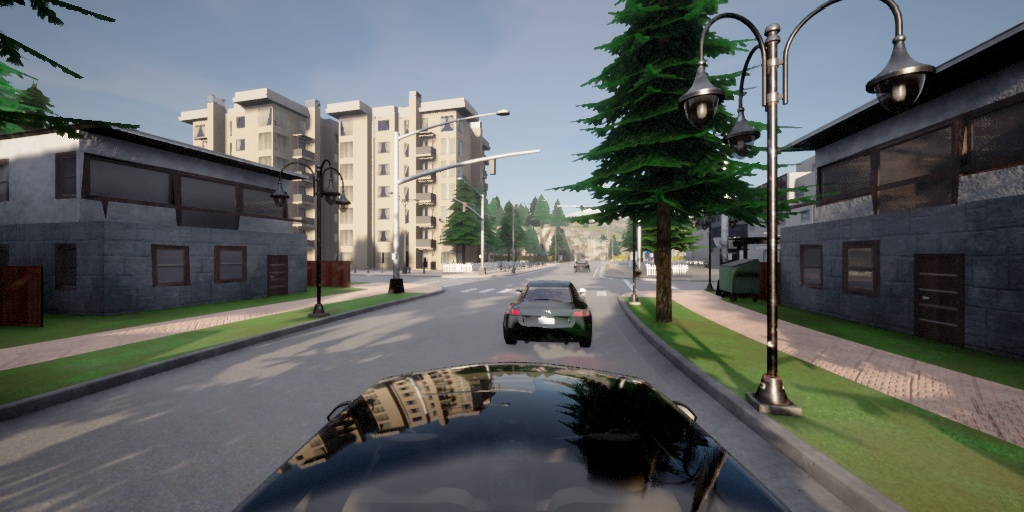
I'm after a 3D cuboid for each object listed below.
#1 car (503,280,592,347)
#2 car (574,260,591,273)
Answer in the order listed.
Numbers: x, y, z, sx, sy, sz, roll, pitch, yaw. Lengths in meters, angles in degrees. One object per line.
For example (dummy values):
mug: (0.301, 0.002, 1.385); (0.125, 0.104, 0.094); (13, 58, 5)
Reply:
car: (1.007, 1.314, 9.410); (1.994, 1.385, 4.181); (0, 0, 8)
car: (8.793, 1.276, 44.941); (2.128, 1.511, 4.902); (0, 0, 14)
